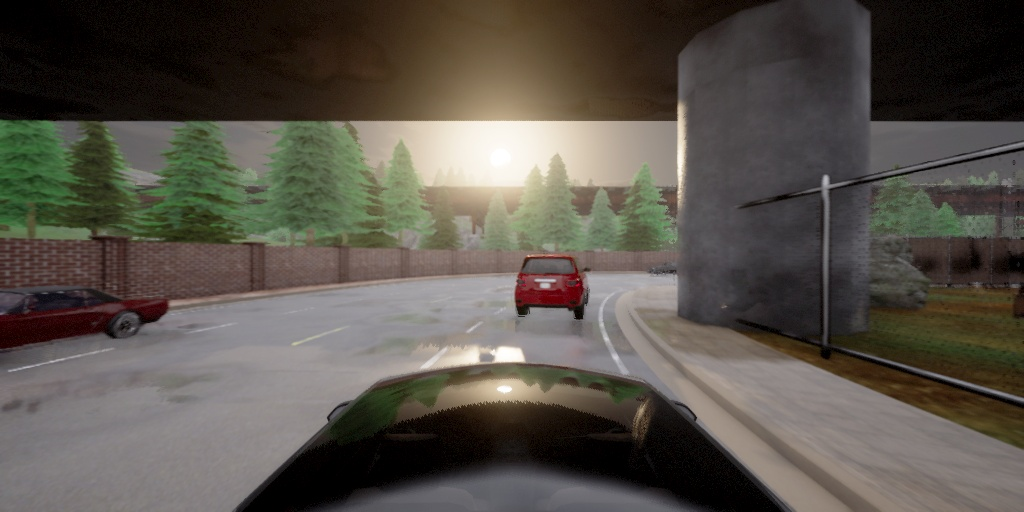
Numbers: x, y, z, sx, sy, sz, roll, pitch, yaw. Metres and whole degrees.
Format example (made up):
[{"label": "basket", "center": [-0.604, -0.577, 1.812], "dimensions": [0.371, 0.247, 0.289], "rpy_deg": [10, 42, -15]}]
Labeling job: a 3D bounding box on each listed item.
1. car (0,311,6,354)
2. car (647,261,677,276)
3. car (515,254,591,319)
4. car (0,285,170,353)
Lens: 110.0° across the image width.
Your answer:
[{"label": "car", "center": [-6.992, 1.332, 1.892], "dimensions": [1.895, 1.301, 4.718], "rpy_deg": [0, 0, 1]}, {"label": "car", "center": [16.479, 1.270, 37.342], "dimensions": [4.674, 1.442, 1.812], "rpy_deg": [0, 0, -3]}, {"label": "car", "center": [1.633, 0.960, 13.149], "dimensions": [2.150, 2.045, 5.566], "rpy_deg": [0, 0, 14]}, {"label": "car", "center": [-10.181, 1.316, 7.257], "dimensions": [1.895, 1.301, 4.718], "rpy_deg": [0, 0, 6]}]
